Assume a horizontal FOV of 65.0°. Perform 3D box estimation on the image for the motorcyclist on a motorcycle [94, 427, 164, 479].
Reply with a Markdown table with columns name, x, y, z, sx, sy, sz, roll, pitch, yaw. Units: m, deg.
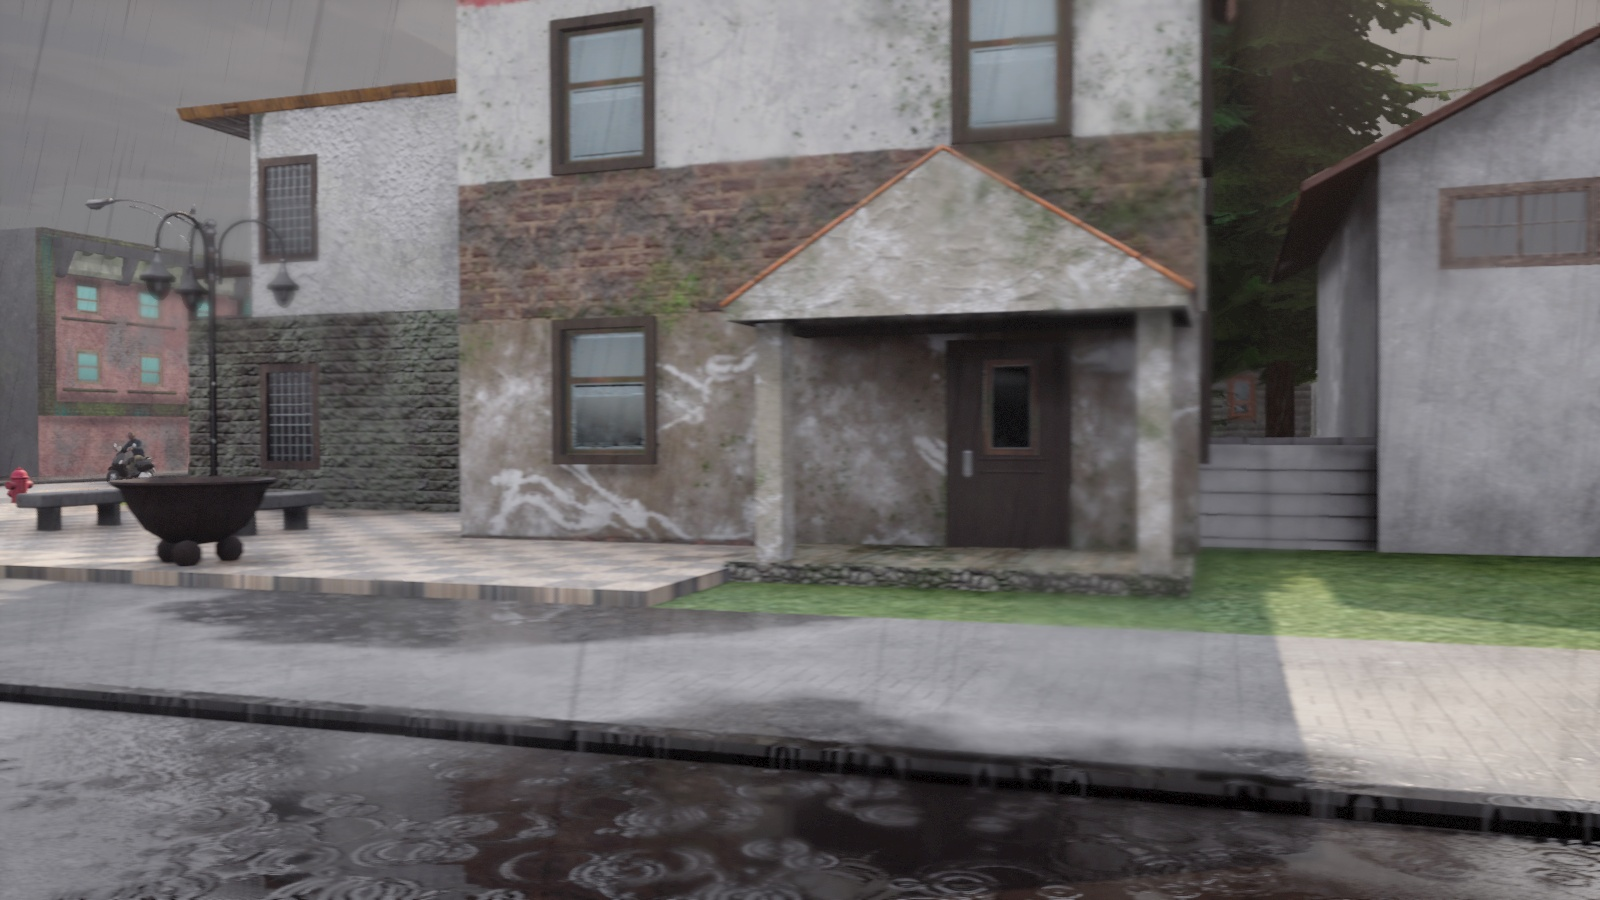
| name | x | y | z | sx | sy | sz | roll | pitch | yaw |
| --- | --- | --- | --- | --- | --- | --- | --- | --- | --- |
| motorcyclist on a motorcycle | -20.823 | 0.077 | 39.006 | 0.866 | 1.590 | 1.817 | 1 | 1 | 19 |
